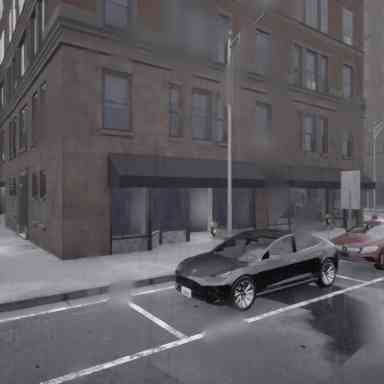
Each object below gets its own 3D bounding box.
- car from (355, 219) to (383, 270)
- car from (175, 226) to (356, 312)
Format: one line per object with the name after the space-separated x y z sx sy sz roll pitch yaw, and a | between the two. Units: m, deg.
6.139 1.582 10.915 4.206 1.307 1.802 0 0 -36 | car
1.661 1.566 7.720 4.313 1.339 1.947 0 0 -36 | car
